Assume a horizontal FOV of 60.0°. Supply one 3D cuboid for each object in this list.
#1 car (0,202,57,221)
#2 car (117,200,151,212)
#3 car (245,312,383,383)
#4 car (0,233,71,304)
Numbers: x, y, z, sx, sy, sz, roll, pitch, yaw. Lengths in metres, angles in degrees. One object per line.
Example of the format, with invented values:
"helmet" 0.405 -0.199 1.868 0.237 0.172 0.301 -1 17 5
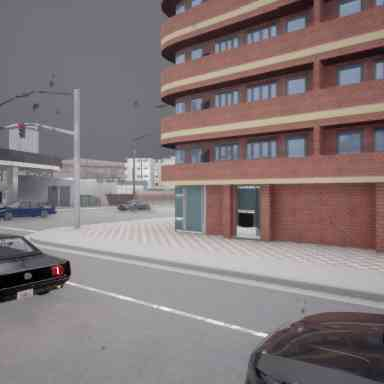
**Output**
"car" -14.126 1.545 27.929 2.033 1.411 5.357 0 0 34
"car" -6.696 1.590 38.716 1.994 1.385 4.181 0 0 34
"car" 2.699 1.514 2.070 4.892 1.490 1.837 0 0 35
"car" -4.883 1.599 7.460 4.718 1.301 1.895 0 0 36
